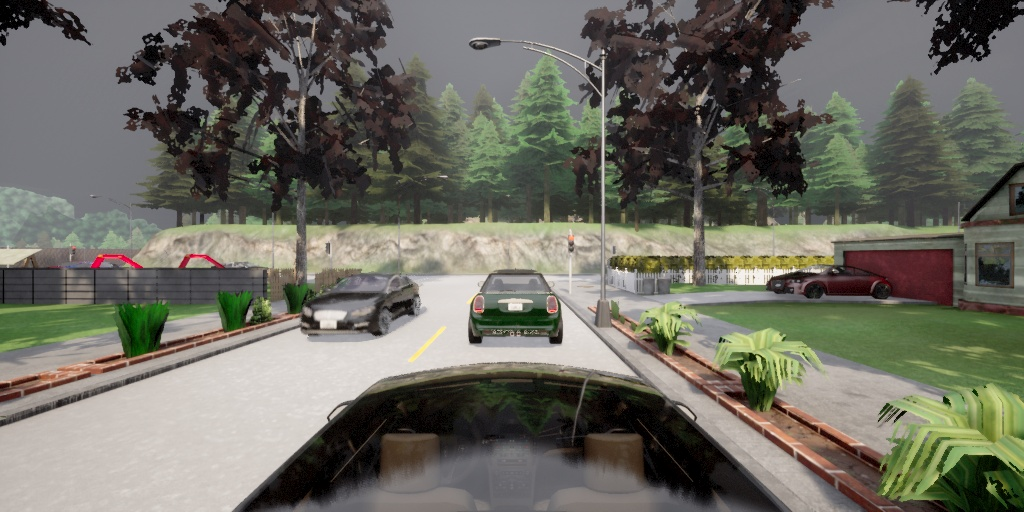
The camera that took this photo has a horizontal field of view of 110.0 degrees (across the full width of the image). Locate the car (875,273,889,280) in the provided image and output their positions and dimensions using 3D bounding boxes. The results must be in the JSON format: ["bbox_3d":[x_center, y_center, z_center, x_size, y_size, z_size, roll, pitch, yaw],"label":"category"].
[{"bbox_3d":[38.791,1.102,34.721,4.553,1.767,2.097,0,0,0],"label":"car"}]

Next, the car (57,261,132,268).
[{"bbox_3d":[-35.771,1.227,31.269,5.008,1.535,1.882,0,0,1],"label":"car"}]

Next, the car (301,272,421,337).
[{"bbox_3d":[-4.024,1.241,10.353,2.128,1.511,4.902,0,0,1],"label":"car"}]

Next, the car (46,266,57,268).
[{"bbox_3d":[-42.952,1.228,35.422,5.008,1.535,1.882,0,0,1],"label":"car"}]

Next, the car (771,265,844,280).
[{"bbox_3d":[28.593,1.228,34.833,5.008,1.535,1.882,0,0,1],"label":"car"}]

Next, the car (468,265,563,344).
[{"bbox_3d":[0.108,1.102,9.749,2.097,1.767,4.553,0,0,1],"label":"car"}]

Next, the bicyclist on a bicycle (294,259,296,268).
[{"bbox_3d":[-23.712,1.099,39.535,0.582,1.620,1.656,0,0,1],"label":"bicyclist on a bicycle"}]

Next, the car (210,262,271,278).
[{"bbox_3d":[-23.394,1.241,31.134,4.902,1.511,2.128,0,0,1],"label":"car"}]
